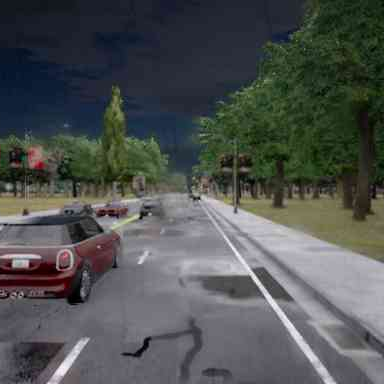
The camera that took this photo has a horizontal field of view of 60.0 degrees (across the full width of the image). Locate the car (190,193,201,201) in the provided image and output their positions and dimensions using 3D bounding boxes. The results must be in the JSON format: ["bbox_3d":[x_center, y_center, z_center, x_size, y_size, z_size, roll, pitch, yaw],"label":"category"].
[{"bbox_3d":[1.108,1.282,76.641,1.882,1.535,5.008,0,0,0],"label":"car"}]

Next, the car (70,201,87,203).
[{"bbox_3d":[-9.857,1.489,28.695,1.994,1.385,4.181,0,0,0],"label":"car"}]

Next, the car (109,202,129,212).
[{"bbox_3d":[-6.609,1.528,27.926,1.895,1.301,4.718,0,0,0],"label":"car"}]

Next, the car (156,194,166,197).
[{"bbox_3d":[-6.527,1.286,70.310,1.882,1.535,5.008,0,0,0],"label":"car"}]

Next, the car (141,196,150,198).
[{"bbox_3d":[-9.777,1.404,70.280,1.895,1.301,4.718,0,0,0],"label":"car"}]

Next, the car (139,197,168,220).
[{"bbox_3d":[-3.161,1.433,27.478,1.837,1.490,4.892,0,0,0],"label":"car"}]

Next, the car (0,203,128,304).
[{"bbox_3d":[-3.153,1.329,8.241,2.097,1.767,4.553,0,0,0],"label":"car"}]
